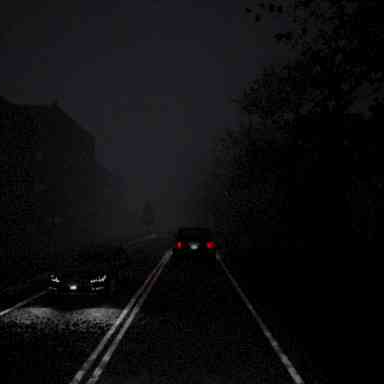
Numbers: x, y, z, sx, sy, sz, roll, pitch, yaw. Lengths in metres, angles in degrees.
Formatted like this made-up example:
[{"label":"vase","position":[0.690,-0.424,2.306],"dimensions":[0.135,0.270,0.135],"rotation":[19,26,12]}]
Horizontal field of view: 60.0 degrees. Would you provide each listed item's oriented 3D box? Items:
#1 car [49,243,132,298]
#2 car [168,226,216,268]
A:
[{"label":"car","position":[-3.348,2.642,11.835],"dimensions":[1.837,1.490,4.892],"rotation":[0,-5,0]},{"label":"car","position":[0.107,2.881,18.215],"dimensions":[2.150,2.045,5.566],"rotation":[0,-5,0]}]
